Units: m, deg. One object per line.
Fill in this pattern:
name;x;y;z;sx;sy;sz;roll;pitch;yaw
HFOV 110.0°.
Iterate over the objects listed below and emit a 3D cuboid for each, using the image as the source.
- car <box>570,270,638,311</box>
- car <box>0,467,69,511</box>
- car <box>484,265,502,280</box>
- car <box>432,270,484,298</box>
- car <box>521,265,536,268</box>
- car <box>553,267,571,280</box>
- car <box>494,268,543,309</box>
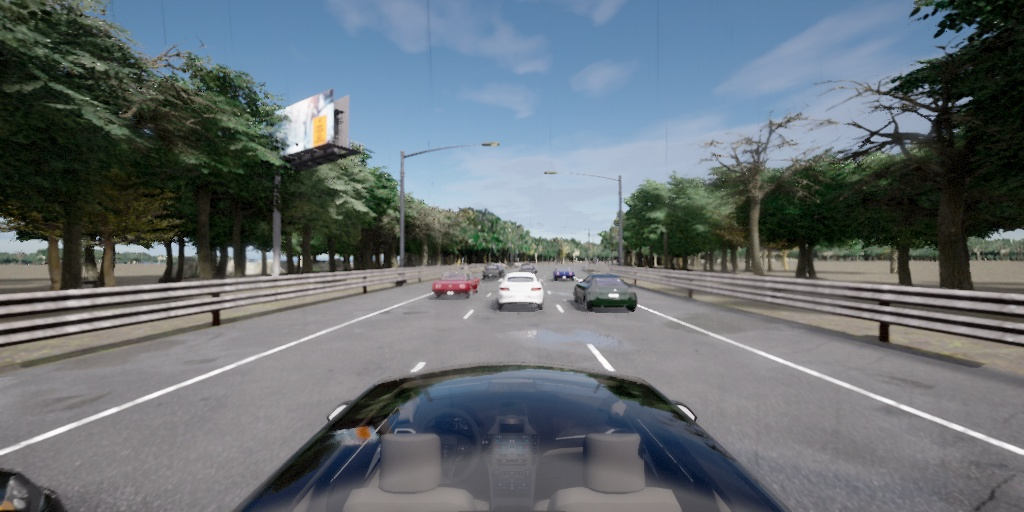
car;3.880;1.473;15.431;1.994;1.385;4.181;0;-1;2
car;-3.364;1.295;0.148;1.994;1.385;4.181;0;-1;0
car;-1.815;1.654;36.815;2.128;1.511;4.902;0;-1;5
car;-2.946;1.563;19.980;1.895;1.301;4.718;0;-1;2
car;1.693;1.654;36.755;2.128;1.511;4.902;0;-1;5
car;5.146;1.757;36.169;1.895;1.301;4.718;0;-1;5
car;0.388;1.439;15.772;1.812;1.442;4.674;0;-1;2
